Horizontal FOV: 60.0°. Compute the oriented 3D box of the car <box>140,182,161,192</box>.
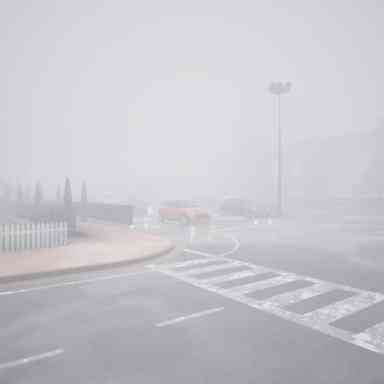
[{"bbox_3d":[-8.911,-0.914,64.360,2.150,2.045,5.566,0,8,-36],"label":"car"}]

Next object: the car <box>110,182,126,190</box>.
[{"bbox_3d":[-14.795,-1.300,66.277,1.882,1.535,5.008,0,7,-37],"label":"car"}]

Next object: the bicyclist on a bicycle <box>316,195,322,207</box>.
[{"bbox_3d":[18.084,1.291,47.388,1.656,1.620,0.582,0,0,-37],"label":"bicyclist on a bicycle"}]

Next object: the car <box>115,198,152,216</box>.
[{"bbox_3d":[-6.031,1.566,31.220,1.895,1.301,4.718,0,1,-37],"label":"car"}]

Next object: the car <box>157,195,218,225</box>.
[{"bbox_3d":[-0.598,1.351,24.066,2.097,1.767,4.553,0,0,-37],"label":"car"}]

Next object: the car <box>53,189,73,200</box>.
[{"bbox_3d":[-18.514,0.303,47.822,1.994,1.385,4.181,0,6,-37],"label":"car"}]

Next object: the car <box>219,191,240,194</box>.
[{"bbox_3d":[5.218,0.854,51.473,2.150,2.045,5.566,0,3,-37],"label":"car"}]

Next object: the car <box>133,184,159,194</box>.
[{"bbox_3d":[-8.532,0.058,57.943,2.033,1.411,5.357,0,6,-37],"label":"car"}]

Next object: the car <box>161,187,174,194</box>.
[{"bbox_3d":[-5.612,-0.428,65.777,1.895,1.301,4.718,0,7,-36],"label":"car"}]

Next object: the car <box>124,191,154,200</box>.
[{"bbox_3d":[-7.459,1.049,44.714,2.033,1.411,5.357,0,4,-37],"label":"car"}]

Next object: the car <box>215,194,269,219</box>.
[{"bbox_3d":[4.511,1.346,28.917,2.097,1.767,4.553,0,0,-37],"label":"car"}]

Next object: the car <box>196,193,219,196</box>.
[{"bbox_3d":[1.342,1.005,50.802,1.882,1.535,5.008,0,4,-37],"label":"car"}]

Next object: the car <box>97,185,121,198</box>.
[{"bbox_3d":[-13.560,0.148,52.895,1.812,1.442,4.674,0,6,-37],"label":"car"}]

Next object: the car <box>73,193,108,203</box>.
[{"bbox_3d":[-11.969,1.212,39.065,1.895,1.301,4.718,0,3,-37],"label":"car"}]
